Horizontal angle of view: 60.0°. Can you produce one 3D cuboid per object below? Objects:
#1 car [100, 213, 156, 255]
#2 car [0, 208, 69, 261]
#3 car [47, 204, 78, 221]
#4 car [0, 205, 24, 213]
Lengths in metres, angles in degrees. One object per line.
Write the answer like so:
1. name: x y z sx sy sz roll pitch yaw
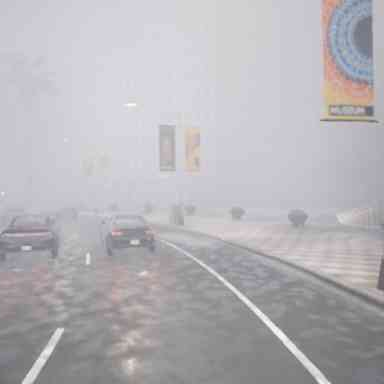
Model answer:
1. car: -2.753 1.612 13.875 1.812 1.442 4.674 0 0 -19
2. car: -6.142 1.616 13.032 2.128 1.511 4.902 -1 0 -19
3. car: -11.385 1.738 28.381 2.128 1.511 4.902 0 0 -41
4. car: -14.838 1.775 27.033 2.128 1.511 4.902 0 0 -42
